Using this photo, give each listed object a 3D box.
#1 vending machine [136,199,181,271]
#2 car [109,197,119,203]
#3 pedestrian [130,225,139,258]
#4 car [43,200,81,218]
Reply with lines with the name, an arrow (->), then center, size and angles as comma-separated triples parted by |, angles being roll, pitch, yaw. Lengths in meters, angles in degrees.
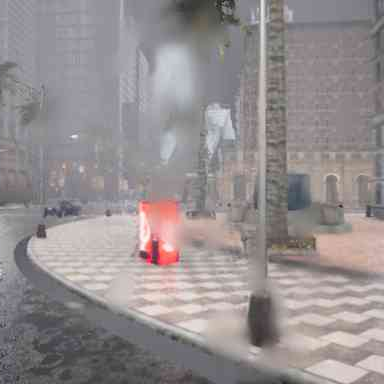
vending machine -> -1.055, 1.283, 10.468 | 1.100, 2.100, 0.880 | 1, -1, -39
car -> -20.888, 2.173, 87.920 | 2.161, 1.482, 4.786 | 0, 0, 5
pedestrian -> -1.706, 1.611, 10.975 | 0.500, 1.100, 0.500 | 1, -1, -38
car -> -12.720, 1.584, 32.623 | 2.097, 1.767, 4.553 | 0, 0, 9
